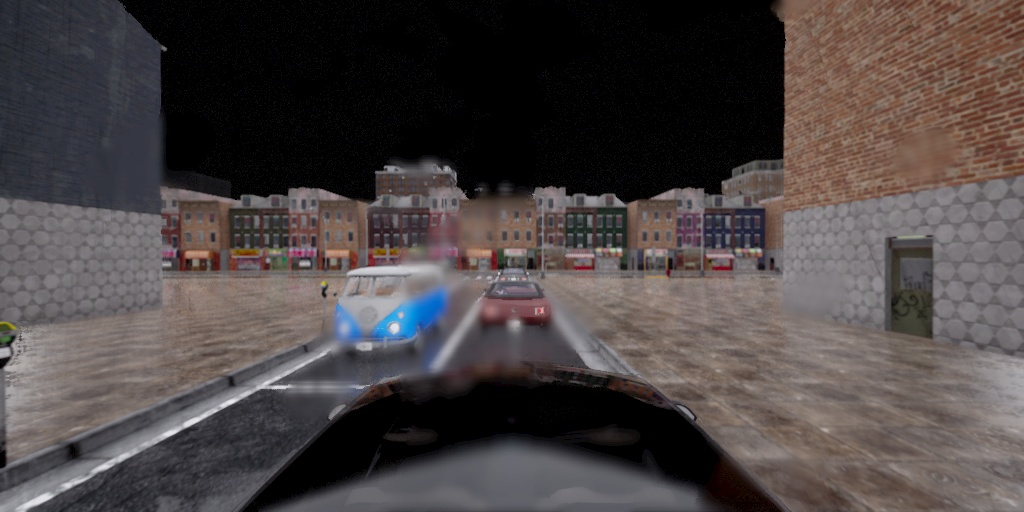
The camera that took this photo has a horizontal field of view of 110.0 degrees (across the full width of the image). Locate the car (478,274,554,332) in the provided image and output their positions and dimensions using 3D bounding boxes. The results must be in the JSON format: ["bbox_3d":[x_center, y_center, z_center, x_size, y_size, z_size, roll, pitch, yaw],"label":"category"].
[{"bbox_3d":[0.097,1.393,11.009,1.895,1.301,4.718,0,0,0],"label":"car"}]

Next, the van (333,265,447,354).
[{"bbox_3d":[-2.640,1.122,8.562,1.690,1.789,3.998,0,0,0],"label":"van"}]

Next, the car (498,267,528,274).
[{"bbox_3d":[0.092,1.399,23.162,2.033,1.411,5.357,0,0,0],"label":"car"}]
